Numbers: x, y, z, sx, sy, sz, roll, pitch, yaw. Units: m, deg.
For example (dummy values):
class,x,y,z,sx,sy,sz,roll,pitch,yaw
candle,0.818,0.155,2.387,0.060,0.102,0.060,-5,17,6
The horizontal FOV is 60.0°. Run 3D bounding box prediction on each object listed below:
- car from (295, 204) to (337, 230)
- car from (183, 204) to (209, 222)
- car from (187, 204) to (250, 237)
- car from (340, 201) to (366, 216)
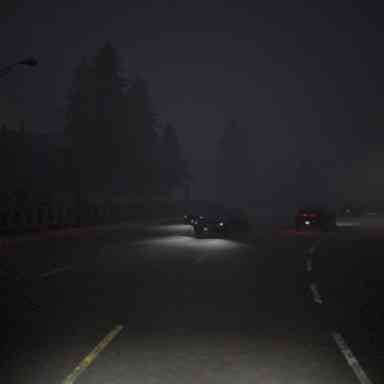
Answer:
class,x,y,z,sx,sy,sz,roll,pitch,yaw
car,8.154,1.569,21.770,1.837,1.490,4.892,0,0,33
car,1.507,1.617,24.989,2.033,1.411,5.357,0,0,34
car,1.805,1.578,18.576,1.812,1.442,4.674,0,0,29
car,16.389,1.628,33.998,1.812,1.442,4.674,0,0,34
